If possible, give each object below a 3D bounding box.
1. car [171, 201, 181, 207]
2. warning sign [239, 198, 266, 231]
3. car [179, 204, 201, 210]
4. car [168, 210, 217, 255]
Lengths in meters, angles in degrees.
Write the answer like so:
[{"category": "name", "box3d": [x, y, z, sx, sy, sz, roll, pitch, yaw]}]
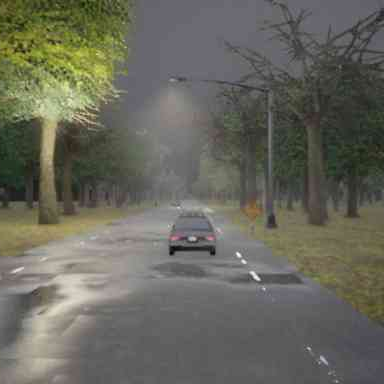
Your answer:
[{"category": "car", "box3d": [-3.412, 2.602, 71.020, 1.994, 1.385, 4.181, 0, -1, 0]}, {"category": "warning sign", "box3d": [3.552, 1.331, 19.640, 1.300, 1.860, 1.060, -1, -2, 0]}, {"category": "car", "box3d": [0.038, 1.932, 29.139, 1.895, 1.301, 4.718, 0, -1, 0]}, {"category": "car", "box3d": [0.018, 1.697, 14.019, 2.033, 1.411, 5.357, 0, -1, 0]}]
